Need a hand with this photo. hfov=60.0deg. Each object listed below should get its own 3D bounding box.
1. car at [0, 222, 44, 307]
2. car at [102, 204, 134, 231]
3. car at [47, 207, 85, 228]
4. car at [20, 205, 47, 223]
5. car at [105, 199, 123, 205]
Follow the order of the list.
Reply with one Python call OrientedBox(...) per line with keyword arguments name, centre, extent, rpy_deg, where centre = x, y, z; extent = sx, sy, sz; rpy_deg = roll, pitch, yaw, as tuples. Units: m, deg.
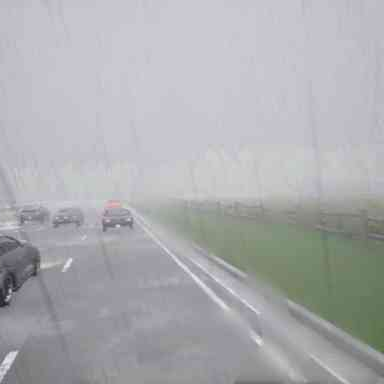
OrientedBox(name="car", centre=(-5.118, 1.744, 8.146), extent=(1.994, 1.385, 4.181), rpy_deg=(-2, 0, -14))
OrientedBox(name="car", centre=(-4.967, 1.756, 22.159), extent=(1.895, 1.301, 4.718), rpy_deg=(-2, 0, -14))
OrientedBox(name="car", centre=(-9.409, 1.864, 25.642), extent=(2.033, 1.411, 5.357), rpy_deg=(-2, 0, -14))
OrientedBox(name="car", centre=(-14.136, 1.980, 30.229), extent=(2.128, 1.511, 4.902), rpy_deg=(-2, 0, -14))
OrientedBox(name="car", centre=(-9.570, 1.653, 40.932), extent=(2.097, 1.767, 4.553), rpy_deg=(-2, 0, -14))
